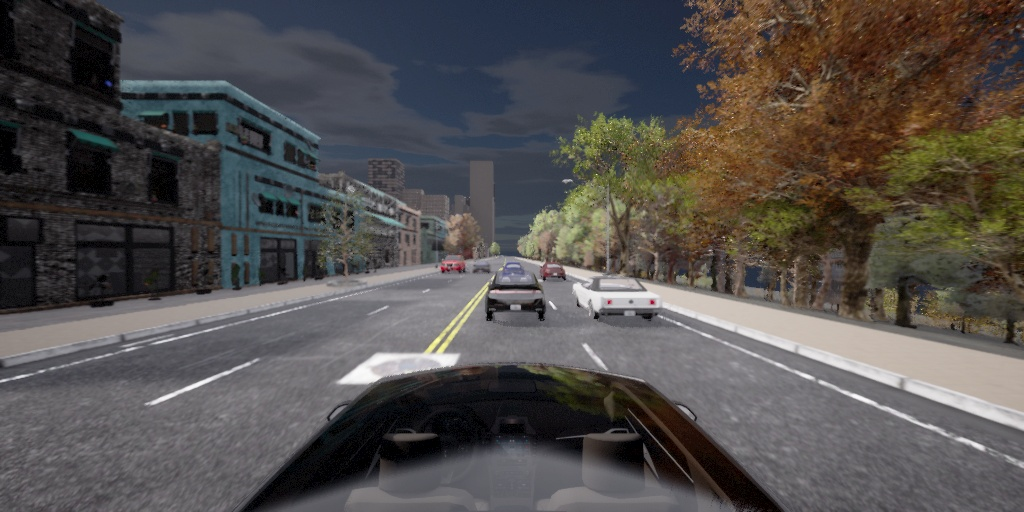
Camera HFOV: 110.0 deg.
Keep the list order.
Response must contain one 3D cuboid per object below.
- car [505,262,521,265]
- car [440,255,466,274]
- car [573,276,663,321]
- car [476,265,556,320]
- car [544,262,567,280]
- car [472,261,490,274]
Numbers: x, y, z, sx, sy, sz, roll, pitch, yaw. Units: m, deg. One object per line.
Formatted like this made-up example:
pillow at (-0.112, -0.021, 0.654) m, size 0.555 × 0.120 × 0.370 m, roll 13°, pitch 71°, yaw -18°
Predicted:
car at (0.115, 1.243, 30.121) m, size 1.812 × 1.442 × 4.674 m, roll 0°, pitch 0°, yaw 0°
car at (-6.571, 0.926, 40.652) m, size 2.150 × 2.045 × 5.566 m, roll 0°, pitch 0°, yaw 1°
car at (3.355, 1.339, 12.416) m, size 1.895 × 1.301 × 4.718 m, roll 0°, pitch 0°, yaw 0°
car at (0.107, 1.229, 12.522) m, size 2.128 × 1.511 × 4.902 m, roll 0°, pitch 0°, yaw 0°
car at (3.364, 1.243, 30.110) m, size 1.812 × 1.442 × 4.674 m, roll 0°, pitch 0°, yaw 0°
car at (-3.327, 1.253, 40.384) m, size 2.033 × 1.411 × 5.357 m, roll 0°, pitch 0°, yaw 0°
